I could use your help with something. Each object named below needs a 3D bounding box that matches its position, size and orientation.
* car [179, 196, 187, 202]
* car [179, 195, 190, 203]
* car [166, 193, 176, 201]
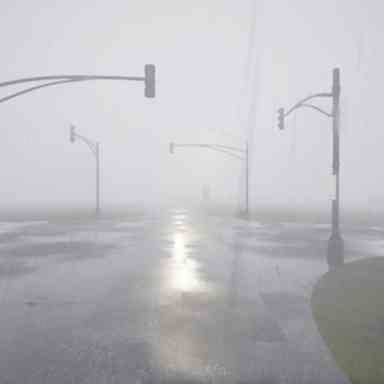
[{"bbox_3d":[-2.183,1.629,79.898,1.895,1.301,4.718,0,0,-4],"label":"car"},{"bbox_3d":[-1.586,1.445,69.824,2.097,1.767,4.553,0,0,-3],"label":"car"},{"bbox_3d":[-4.570,1.078,73.919,2.097,1.767,4.553,0,0,-3],"label":"car"}]
